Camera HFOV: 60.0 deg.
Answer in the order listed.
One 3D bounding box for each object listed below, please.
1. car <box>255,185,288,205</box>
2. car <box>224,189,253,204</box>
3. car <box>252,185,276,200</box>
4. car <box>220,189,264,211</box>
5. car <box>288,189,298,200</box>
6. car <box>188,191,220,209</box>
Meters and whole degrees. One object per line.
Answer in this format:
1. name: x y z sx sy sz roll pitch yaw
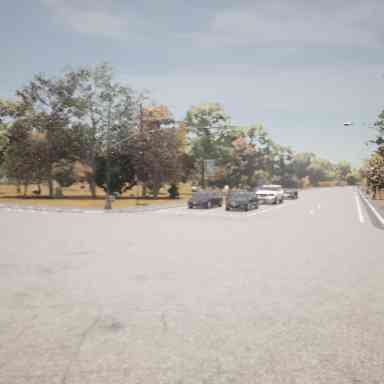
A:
1. car: 8.650 0.262 36.897 2.150 2.045 5.566 2 2 27
2. car: 5.422 0.467 38.285 1.837 1.490 4.892 1 2 26
3. car: 10.718 -0.059 49.036 2.150 2.045 5.566 1 2 26
4. car: 4.334 0.745 28.064 1.837 1.490 4.892 1 2 26
5. car: 14.192 0.276 48.207 2.128 1.511 4.902 1 2 26
6. car: 1.301 0.659 29.829 1.837 1.490 4.892 1 2 26
